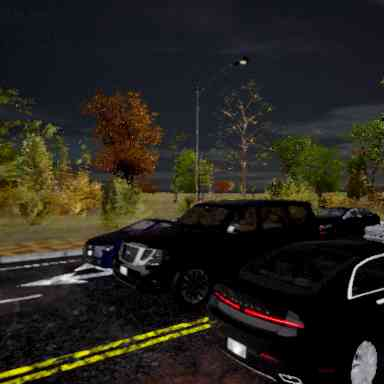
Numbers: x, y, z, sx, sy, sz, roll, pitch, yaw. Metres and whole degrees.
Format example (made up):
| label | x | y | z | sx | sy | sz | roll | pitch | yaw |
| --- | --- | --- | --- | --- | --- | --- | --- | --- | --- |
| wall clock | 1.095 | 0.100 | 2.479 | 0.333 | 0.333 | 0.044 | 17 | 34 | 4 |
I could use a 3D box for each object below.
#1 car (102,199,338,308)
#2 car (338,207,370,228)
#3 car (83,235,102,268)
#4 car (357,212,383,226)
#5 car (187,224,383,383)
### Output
| label | x | y | z | sx | sy | sz | roll | pitch | yaw |
| --- | --- | --- | --- | --- | --- | --- | --- | --- | --- |
| car | 0.921 | 1.218 | 8.212 | 5.566 | 2.045 | 2.150 | 0 | 0 | -34 |
| car | 7.315 | 1.491 | 16.378 | 4.902 | 1.511 | 2.128 | 0 | 0 | -33 |
| car | -1.268 | 1.558 | 10.639 | 4.181 | 1.385 | 1.994 | 0 | 0 | -34 |
| car | 9.174 | 1.603 | 13.712 | 4.718 | 1.301 | 1.895 | 0 | 0 | -33 |
| car | 2.495 | 1.505 | 5.123 | 4.892 | 1.490 | 1.837 | 0 | 0 | -35 |
